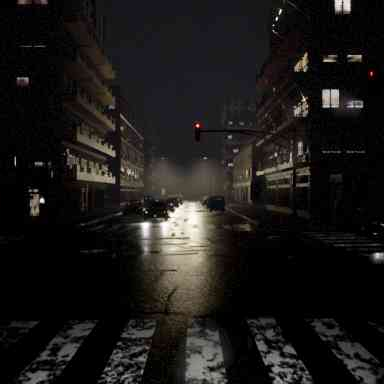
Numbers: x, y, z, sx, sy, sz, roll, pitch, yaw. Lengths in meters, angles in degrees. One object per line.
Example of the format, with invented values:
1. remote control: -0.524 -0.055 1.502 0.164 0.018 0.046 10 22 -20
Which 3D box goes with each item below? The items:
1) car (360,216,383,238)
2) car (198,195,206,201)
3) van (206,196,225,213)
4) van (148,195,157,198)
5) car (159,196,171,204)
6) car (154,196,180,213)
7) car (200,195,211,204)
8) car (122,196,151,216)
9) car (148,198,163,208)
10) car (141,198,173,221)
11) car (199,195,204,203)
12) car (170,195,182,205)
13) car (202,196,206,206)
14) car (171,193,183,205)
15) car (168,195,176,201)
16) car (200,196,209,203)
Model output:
1. car: 10.052 1.320 14.565 5.008 1.535 1.882 -1 0 3
2. car: 2.655 1.528 87.777 1.947 1.339 4.313 0 0 0
3. van: 2.733 1.332 36.922 1.690 1.788 3.998 0 0 0
4. van: -5.365 1.330 43.134 1.690 1.788 3.998 0 0 0
5. car: -5.248 1.525 65.459 1.887 1.381 4.507 0 0 0
6. car: -2.811 1.538 37.086 2.033 1.411 5.357 0 0 0
7. car: 2.632 1.420 65.451 1.967 1.590 4.097 0 0 0
8. car: -5.411 1.433 31.970 1.967 1.590 4.097 0 0 0
9. car: -5.313 1.569 48.715 1.802 1.307 4.206 0 0 0
10. car: -2.809 1.520 27.440 1.812 1.442 4.674 0 0 -1
11. car: 2.623 1.551 54.288 1.947 1.339 4.313 0 0 0
12. car: -2.791 1.513 46.998 1.812 1.442 4.674 0 0 0
13. car: 2.704 1.533 43.126 1.887 1.381 4.507 0 0 0
14. car: -2.743 1.205 57.641 2.150 2.045 5.566 0 0 1
15. car: -5.225 1.513 87.785 2.008 1.369 4.403 0 0 0
16. car: 2.638 1.521 71.032 1.887 1.381 4.507 0 0 0
